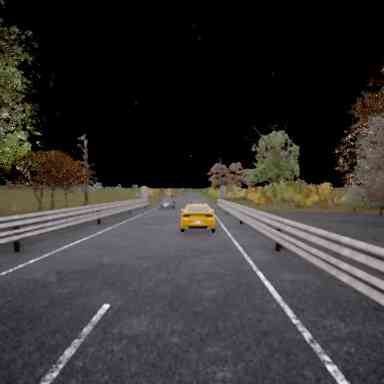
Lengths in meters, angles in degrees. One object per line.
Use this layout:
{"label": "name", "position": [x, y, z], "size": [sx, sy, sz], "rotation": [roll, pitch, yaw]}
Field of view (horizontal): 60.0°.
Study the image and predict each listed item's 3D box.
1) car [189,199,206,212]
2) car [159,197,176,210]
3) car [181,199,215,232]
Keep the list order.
{"label": "car", "position": [0.599, 1.541, 39.638], "size": [1.895, 1.301, 4.718], "rotation": [0, 0, 1]}
{"label": "car", "position": [-3.061, 1.421, 41.796], "size": [2.128, 1.511, 4.902], "rotation": [0, 0, 1]}
{"label": "car", "position": [0.350, 1.450, 20.152], "size": [1.882, 1.535, 5.008], "rotation": [0, 0, 1]}
